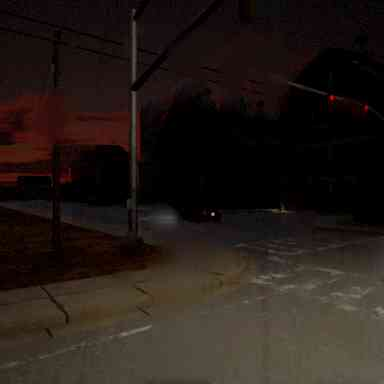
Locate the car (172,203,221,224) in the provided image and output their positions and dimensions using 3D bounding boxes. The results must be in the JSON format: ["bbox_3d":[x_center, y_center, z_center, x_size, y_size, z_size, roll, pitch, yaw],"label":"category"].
[{"bbox_3d":[0.270,1.515,24.702,1.994,1.385,4.181,0,0,-36],"label":"car"}]

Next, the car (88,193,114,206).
[{"bbox_3d":[-13.764,1.118,50.617,3.866,1.878,1.905,-2,5,11],"label":"car"}]
